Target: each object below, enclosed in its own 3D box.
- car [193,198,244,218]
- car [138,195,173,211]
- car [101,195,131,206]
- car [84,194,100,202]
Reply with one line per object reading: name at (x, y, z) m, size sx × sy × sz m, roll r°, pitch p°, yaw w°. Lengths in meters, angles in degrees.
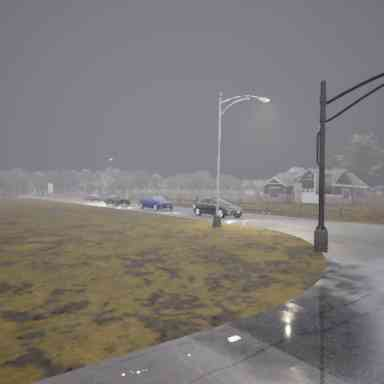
car at (2.004, 1.227, 26.434) m, size 1.837 × 1.490 × 4.892 m, roll 2°, pitch 0°, yaw -35°
car at (-3.791, 1.084, 34.581) m, size 1.882 × 1.535 × 5.008 m, roll 2°, pitch 0°, yaw -36°
car at (-9.581, 1.109, 42.734) m, size 1.895 × 1.301 × 4.718 m, roll 2°, pitch -1°, yaw -35°
car at (-18.247, 1.008, 61.105) m, size 2.033 × 1.411 × 5.357 m, roll 2°, pitch -1°, yaw -35°
